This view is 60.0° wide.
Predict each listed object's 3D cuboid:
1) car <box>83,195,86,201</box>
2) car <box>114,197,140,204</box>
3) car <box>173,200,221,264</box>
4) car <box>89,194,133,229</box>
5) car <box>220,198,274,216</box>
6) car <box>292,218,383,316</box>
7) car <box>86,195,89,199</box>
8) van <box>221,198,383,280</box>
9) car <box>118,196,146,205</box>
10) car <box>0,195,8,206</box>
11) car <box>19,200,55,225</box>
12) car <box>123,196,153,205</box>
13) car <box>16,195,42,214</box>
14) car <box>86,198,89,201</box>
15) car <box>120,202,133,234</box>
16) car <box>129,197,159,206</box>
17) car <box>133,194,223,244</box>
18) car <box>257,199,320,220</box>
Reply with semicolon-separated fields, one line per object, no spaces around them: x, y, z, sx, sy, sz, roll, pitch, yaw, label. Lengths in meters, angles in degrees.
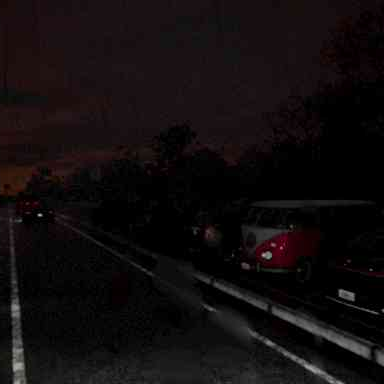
-26.214;1.858;90.188;4.674;1.452;2.002;0;0;-29;car
-12.962;1.679;66.086;4.674;1.452;2.002;0;0;-29;car
1.959;1.296;11.593;4.553;1.767;2.185;0;0;-29;car
-3.383;1.162;21.450;5.566;2.045;2.435;0;0;-29;car
5.384;1.400;32.600;5.008;1.535;2.097;0;0;-29;car
4.684;1.440;6.692;4.892;1.521;2.231;0;0;-29;car
-24.628;1.670;87.444;4.553;1.767;2.185;0;0;-29;car
3.235;1.205;9.095;4.442;1.987;1.878;0;0;-29;van
-11.391;1.619;63.212;4.892;1.521;2.231;0;0;-29;car
-35.640;1.508;61.773;2.150;2.045;5.566;0;-1;-29;car
-11.209;1.539;24.196;1.994;1.385;4.181;0;0;-29;car
-9.808;1.597;60.347;5.008;1.535;2.097;0;0;-29;car
-18.172;1.296;36.824;2.150;2.045;5.566;0;0;-27;car
-4.759;1.420;23.889;4.892;1.521;2.231;0;0;-29;car
-0.707;1.411;16.525;4.892;1.521;2.231;0;0;-29;car
-8.302;1.617;57.581;4.674;1.452;2.002;0;0;-29;car
0.663;1.164;14.076;5.566;2.045;2.435;0;0;-29;car
8.069;1.385;27.722;5.008;1.535;2.097;0;0;-29;car
